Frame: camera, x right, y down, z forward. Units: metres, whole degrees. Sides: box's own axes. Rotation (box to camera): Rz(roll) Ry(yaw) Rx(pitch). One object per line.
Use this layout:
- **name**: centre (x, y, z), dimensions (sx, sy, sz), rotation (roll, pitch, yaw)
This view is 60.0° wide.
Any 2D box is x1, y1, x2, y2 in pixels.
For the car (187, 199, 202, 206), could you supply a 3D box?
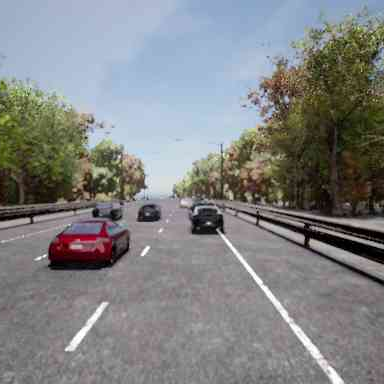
- **car**: centre (0.708, 1.647, 30.763), dimensions (1.882, 1.535, 5.008), rotation (0, 0, -1)

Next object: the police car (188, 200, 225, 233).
- **police car**: centre (0.886, 1.532, 20.810), dimensions (1.930, 1.638, 5.238), rotation (0, 0, -1)

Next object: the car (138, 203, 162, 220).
- **car**: centre (-3.735, 1.689, 29.854), dimensions (1.812, 1.442, 4.674), rotation (0, 0, -1)

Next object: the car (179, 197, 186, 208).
- **car**: centre (-1.044, 1.880, 55.494), dimensions (1.812, 1.442, 4.674), rotation (0, 0, -2)

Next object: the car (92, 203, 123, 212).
- **car**: centre (-7.213, 1.649, 28.729), dimensions (2.128, 1.511, 4.902), rotation (0, 0, -1)

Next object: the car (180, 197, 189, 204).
- **car**: centre (-1.746, 1.861, 71.898), dimensions (1.812, 1.442, 4.674), rotation (0, -1, -3)

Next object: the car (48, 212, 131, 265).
- **car**: centre (-3.471, 1.622, 11.956), dimensions (1.994, 1.385, 4.181), rotation (0, 0, 0)
